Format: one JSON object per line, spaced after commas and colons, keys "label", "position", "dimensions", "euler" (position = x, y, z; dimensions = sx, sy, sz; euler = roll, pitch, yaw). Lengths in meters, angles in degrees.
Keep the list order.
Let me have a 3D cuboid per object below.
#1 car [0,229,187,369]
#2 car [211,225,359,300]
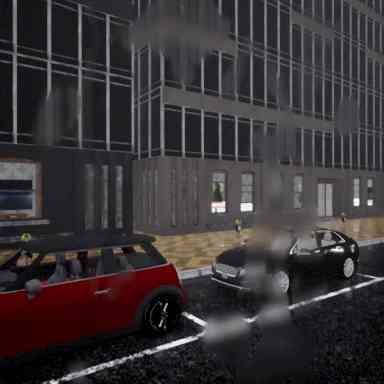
{"label": "car", "position": [-2.167, 1.440, 5.016], "dimensions": [4.097, 1.590, 1.967], "euler": [0, 0, -36]}
{"label": "car", "position": [2.467, 1.549, 8.321], "dimensions": [4.403, 1.369, 2.008], "euler": [0, 0, -36]}
